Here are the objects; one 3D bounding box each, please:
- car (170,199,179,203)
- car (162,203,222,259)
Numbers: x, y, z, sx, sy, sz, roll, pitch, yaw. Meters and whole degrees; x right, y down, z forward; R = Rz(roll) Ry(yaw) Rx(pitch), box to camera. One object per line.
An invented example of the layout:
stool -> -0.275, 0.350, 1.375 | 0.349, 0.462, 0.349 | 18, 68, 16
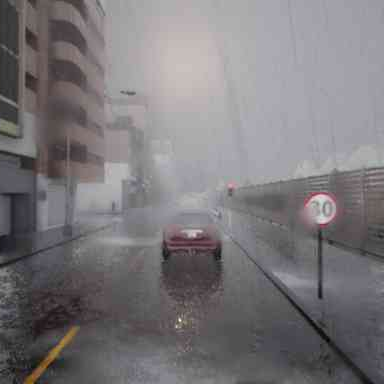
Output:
car -> -4.066, 2.347, 76.454 | 1.837, 1.490, 4.892 | 0, -1, 0
car -> 0.007, 1.501, 13.408 | 2.097, 1.767, 4.553 | 0, -1, 0
